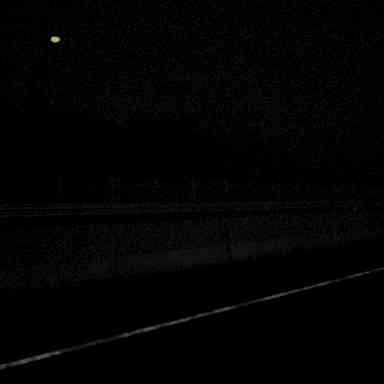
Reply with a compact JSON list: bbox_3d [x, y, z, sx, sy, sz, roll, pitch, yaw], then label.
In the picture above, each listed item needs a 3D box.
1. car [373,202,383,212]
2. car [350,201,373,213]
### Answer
[{"bbox_3d":[22.741,1.902,37.388,4.674,1.442,1.812,1,0,-35],"label":"car"},{"bbox_3d":[21.140,1.873,40.544,4.902,1.511,2.128,1,0,-35],"label":"car"}]
